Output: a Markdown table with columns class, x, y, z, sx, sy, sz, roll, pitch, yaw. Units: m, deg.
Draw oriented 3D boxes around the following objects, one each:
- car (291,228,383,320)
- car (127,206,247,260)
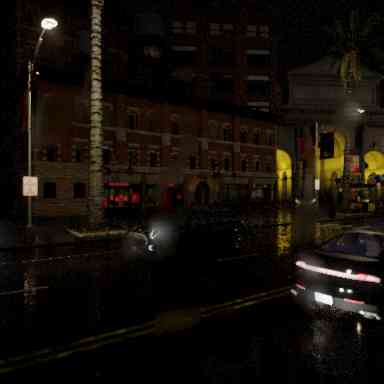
| class | x | y | z | sx | sy | sz | roll | pitch | yaw |
| --- | --- | --- | --- | --- | --- | --- | --- | --- | --- |
| car | 4.095 | 1.494 | 6.743 | 4.902 | 1.511 | 2.128 | 0 | 0 | -35 |
| car | -0.109 | 1.353 | 12.537 | 4.553 | 1.767 | 2.097 | 0 | 0 | -36 |
